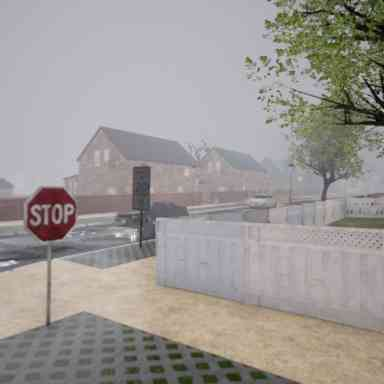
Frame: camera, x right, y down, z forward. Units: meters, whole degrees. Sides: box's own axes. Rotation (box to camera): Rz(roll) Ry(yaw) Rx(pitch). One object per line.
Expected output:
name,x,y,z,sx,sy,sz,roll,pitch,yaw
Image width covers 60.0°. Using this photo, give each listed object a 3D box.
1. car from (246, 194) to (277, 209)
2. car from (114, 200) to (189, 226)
car,7.413,0.968,34.965,1.812,1.442,4.674,2,2,35
car,-2.368,1.246,21.139,2.033,1.411,5.357,2,2,35
